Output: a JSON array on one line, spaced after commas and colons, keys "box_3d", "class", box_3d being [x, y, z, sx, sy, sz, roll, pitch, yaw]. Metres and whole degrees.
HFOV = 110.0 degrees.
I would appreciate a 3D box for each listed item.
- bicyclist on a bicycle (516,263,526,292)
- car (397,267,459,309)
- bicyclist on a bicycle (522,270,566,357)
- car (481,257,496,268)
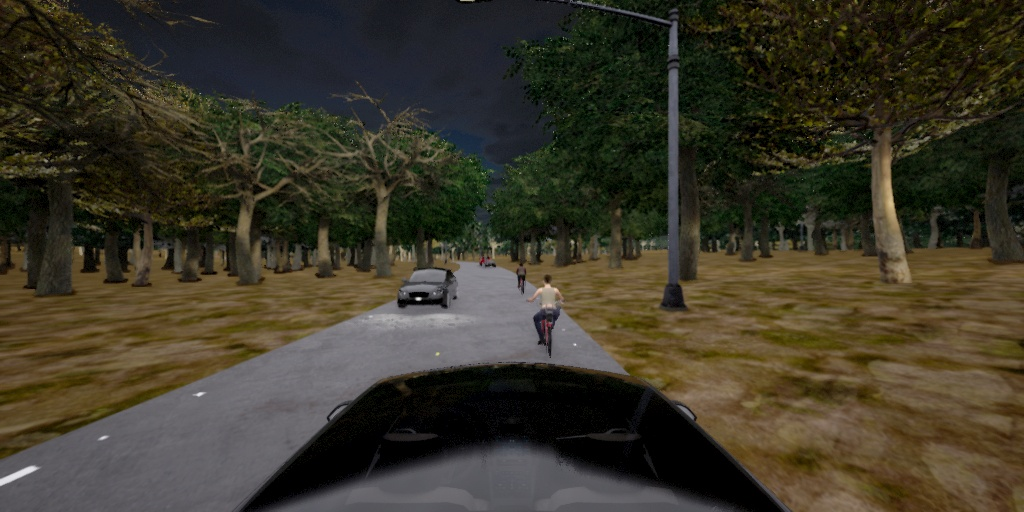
[{"box_3d": [0.485, 1.202, 18.362, 0.582, 1.620, 1.656, 0, 0, -2], "class": "bicyclist on a bicycle"}, {"box_3d": [-3.342, 1.251, 14.975, 1.837, 1.490, 4.892, 0, 0, -2], "class": "car"}, {"box_3d": [0.735, 1.186, 7.542, 0.866, 1.612, 1.509, 0, 0, 0], "class": "bicyclist on a bicycle"}, {"box_3d": [-3.891, 1.371, 63.201, 1.895, 1.301, 4.718, 0, 0, -7], "class": "car"}]
